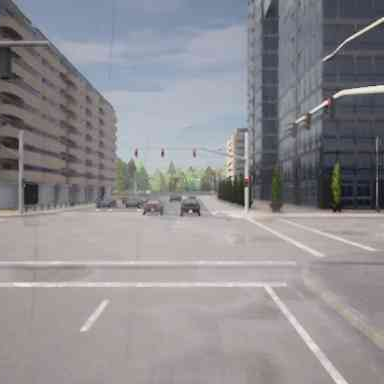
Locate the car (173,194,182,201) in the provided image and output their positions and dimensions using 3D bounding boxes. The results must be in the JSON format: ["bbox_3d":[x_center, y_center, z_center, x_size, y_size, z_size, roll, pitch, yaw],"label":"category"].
[{"bbox_3d":[-3.322,1.263,78.982,1.837,1.490,4.892,0,0,1],"label":"car"}]

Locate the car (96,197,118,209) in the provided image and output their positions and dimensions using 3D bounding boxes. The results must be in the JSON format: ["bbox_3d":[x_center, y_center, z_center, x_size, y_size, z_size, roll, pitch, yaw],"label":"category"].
[{"bbox_3d":[-10.858,1.386,42.680,1.837,1.490,4.892,0,0,1],"label":"car"}]

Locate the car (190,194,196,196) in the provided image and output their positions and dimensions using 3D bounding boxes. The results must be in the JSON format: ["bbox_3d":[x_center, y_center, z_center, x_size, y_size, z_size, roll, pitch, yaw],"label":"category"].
[{"bbox_3d":[0.042,1.406,68.741,1.895,1.301,4.718,0,0,1],"label":"car"}]

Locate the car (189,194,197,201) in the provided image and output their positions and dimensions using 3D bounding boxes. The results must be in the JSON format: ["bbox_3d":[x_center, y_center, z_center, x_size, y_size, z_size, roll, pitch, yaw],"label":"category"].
[{"bbox_3d":[0.178,1.287,78.936,1.812,1.442,4.674,0,0,1],"label":"car"}]

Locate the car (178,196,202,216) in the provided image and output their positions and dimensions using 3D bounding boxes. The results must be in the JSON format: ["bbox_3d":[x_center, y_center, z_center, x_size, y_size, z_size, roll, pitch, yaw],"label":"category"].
[{"bbox_3d":[-0.148,1.420,31.992,1.837,1.490,4.892,0,0,-1],"label":"car"}]

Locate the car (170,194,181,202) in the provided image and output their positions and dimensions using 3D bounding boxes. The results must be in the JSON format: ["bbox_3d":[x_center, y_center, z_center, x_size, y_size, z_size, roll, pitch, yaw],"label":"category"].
[{"bbox_3d":[-3.459,1.162,68.725,2.097,1.767,4.553,0,0,1],"label":"car"}]

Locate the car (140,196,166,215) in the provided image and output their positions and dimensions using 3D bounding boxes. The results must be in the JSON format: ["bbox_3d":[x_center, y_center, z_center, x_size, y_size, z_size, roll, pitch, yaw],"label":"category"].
[{"bbox_3d":[-3.657,1.436,32.911,1.812,1.442,4.674,0,0,-1],"label":"car"}]

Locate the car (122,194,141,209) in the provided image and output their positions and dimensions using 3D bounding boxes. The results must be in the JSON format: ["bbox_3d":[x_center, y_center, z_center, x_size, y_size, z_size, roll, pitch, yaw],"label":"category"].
[{"bbox_3d":[-7.357,1.386,42.841,1.837,1.490,4.892,0,0,1],"label":"car"}]

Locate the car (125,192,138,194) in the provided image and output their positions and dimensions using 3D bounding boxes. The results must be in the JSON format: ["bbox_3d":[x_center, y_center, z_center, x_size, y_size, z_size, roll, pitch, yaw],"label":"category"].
[{"bbox_3d":[-10.650,1.060,57.928,2.150,2.045,5.566,0,0,1],"label":"car"}]
